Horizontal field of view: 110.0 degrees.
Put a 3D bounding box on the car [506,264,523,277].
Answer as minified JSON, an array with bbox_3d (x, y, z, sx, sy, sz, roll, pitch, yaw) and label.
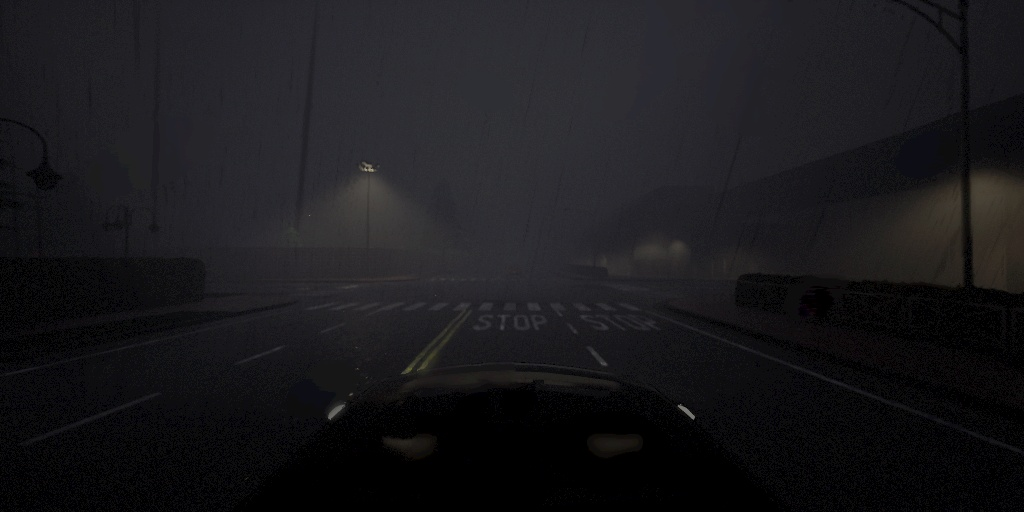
[{"bbox_3d":[0.308,1.780,45.330,1.882,1.535,5.008,0,0,1],"label":"car"}]
